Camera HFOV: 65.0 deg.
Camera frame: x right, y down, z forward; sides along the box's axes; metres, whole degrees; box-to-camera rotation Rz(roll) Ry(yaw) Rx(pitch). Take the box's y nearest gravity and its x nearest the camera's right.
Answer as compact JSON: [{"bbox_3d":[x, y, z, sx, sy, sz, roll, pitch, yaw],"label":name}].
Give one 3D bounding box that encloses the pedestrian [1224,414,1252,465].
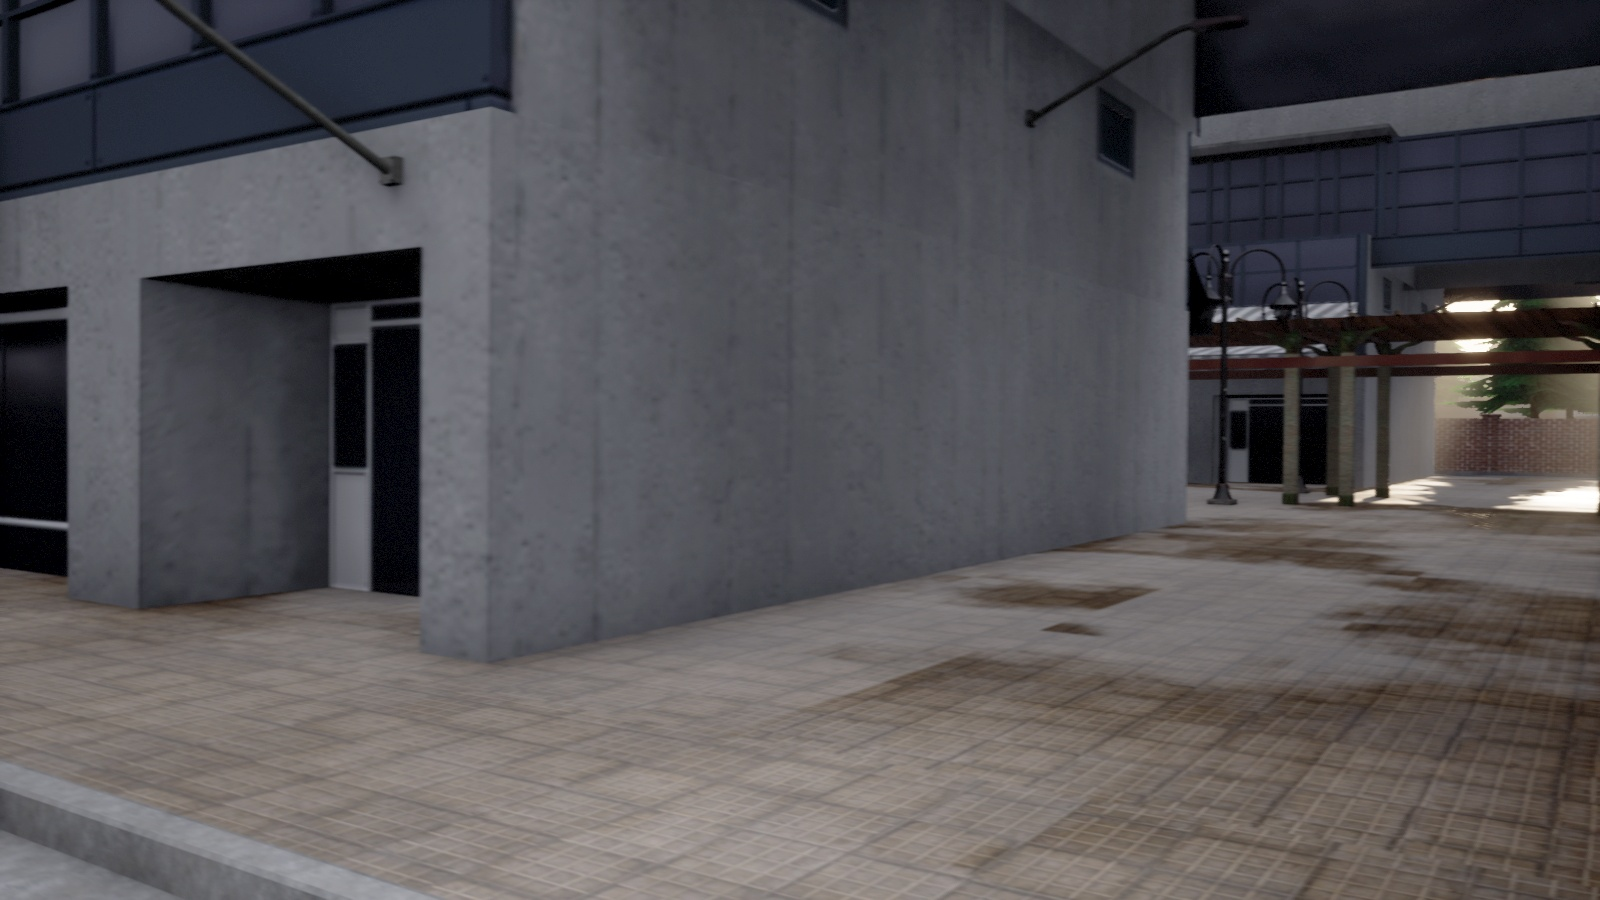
[{"bbox_3d":[16.217,-0.390,46.531,0.849,1.883,0.563,0,1,34],"label":"pedestrian"}]
